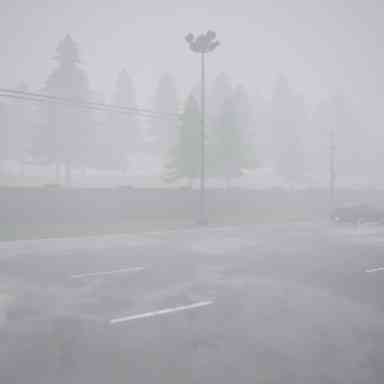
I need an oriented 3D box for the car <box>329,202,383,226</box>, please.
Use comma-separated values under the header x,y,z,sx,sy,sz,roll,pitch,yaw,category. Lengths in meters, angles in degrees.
x,y,z,sx,sy,sz,roll,pitch,yaw,category
11.707,1.499,23.206,4.892,1.490,1.837,-1,0,-30,car
